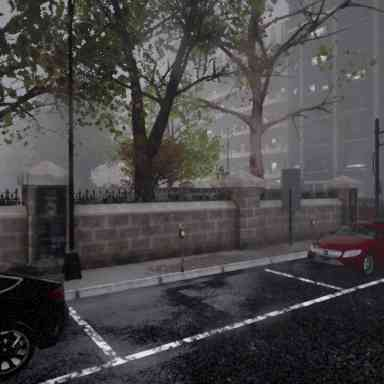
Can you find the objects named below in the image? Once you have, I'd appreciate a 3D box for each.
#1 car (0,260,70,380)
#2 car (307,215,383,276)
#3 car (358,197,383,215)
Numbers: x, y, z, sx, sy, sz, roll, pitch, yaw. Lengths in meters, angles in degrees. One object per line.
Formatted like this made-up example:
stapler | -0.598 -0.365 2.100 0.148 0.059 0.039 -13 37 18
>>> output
car | -3.723 1.566 3.935 4.313 1.339 1.947 0 0 -35
car | 5.356 1.579 10.269 4.206 1.307 1.802 0 0 -35
car | 13.051 1.157 24.363 2.097 1.767 4.553 0 1 -31
